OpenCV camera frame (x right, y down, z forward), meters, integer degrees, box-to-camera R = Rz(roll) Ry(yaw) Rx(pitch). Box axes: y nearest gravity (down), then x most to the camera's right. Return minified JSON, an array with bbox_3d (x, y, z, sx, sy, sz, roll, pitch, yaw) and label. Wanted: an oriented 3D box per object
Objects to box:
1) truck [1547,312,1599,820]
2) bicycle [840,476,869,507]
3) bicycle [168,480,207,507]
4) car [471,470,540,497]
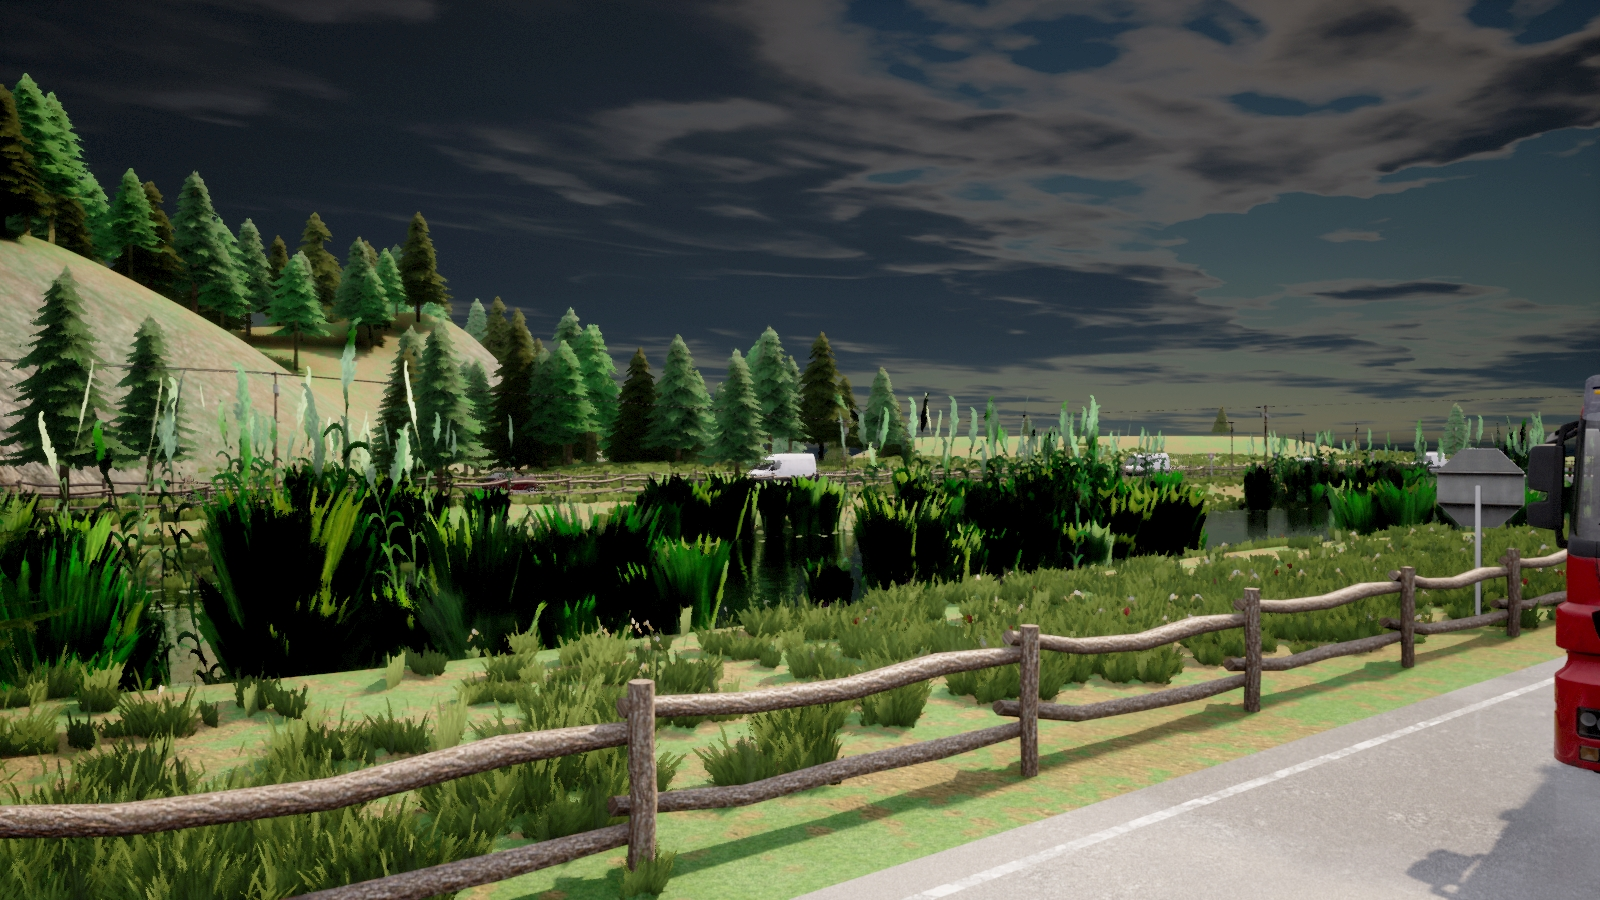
[{"bbox_3d":[9.689,0.861,11.003,2.891,3.827,8.468,0,1,42],"label":"truck"},{"bbox_3d":[2.674,2.029,56.065,1.643,1.496,0.373,0,0,-43],"label":"bicycle"},{"bbox_3d":[-30.710,2.158,57.298,0.859,1.276,1.487,0,0,43],"label":"bicycle"},{"bbox_3d":[-18.173,2.026,70.532,3.705,1.549,1.789,0,0,-45],"label":"car"}]
